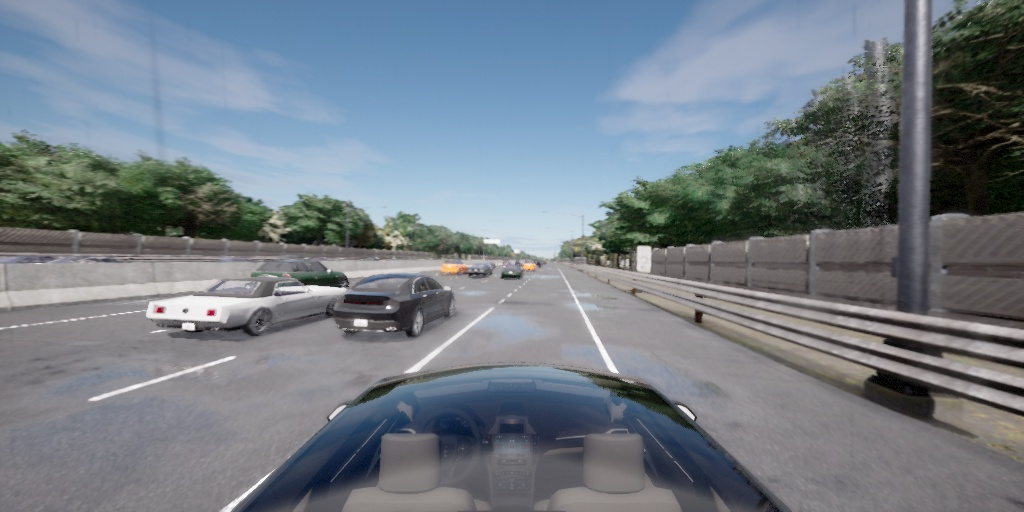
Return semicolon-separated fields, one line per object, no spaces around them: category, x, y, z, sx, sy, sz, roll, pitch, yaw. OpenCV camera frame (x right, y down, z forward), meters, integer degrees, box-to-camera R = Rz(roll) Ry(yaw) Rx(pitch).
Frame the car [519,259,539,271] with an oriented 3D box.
car;2.940;1.638;60.772;2.097;1.767;4.553;2;0;7

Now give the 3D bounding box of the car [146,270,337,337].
car;-6.572;1.227;9.792;1.895;1.301;4.718;2;0;7

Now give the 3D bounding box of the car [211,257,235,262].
car;-28.156;0.763;36.263;2.033;1.411;5.357;2;0;7

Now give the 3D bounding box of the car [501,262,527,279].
car;0.109;1.577;36.345;1.994;1.385;4.181;2;0;7

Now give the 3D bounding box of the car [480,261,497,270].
car;-4.008;1.645;61.647;2.033;1.411;5.357;2;0;7

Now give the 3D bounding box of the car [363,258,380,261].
car;-22.186;1.054;56.720;1.837;1.490;4.892;2;0;7

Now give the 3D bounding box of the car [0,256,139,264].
car;-23.144;0.722;19.281;2.128;1.511;4.902;2;0;7

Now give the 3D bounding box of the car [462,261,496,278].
car;-3.263;1.474;37.601;2.033;1.411;5.357;2;0;7

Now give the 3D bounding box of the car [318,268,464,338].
car;-2.997;1.235;10.201;1.837;1.490;4.892;2;0;7

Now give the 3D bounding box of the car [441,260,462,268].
car;-6.442;1.211;40.513;2.097;1.767;4.553;2;0;7

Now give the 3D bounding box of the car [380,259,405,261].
car;-18.556;1.150;57.608;2.128;1.511;4.902;2;-1;7

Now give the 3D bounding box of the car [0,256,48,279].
car;-30.097;0.642;20.077;1.895;1.301;4.718;2;0;7

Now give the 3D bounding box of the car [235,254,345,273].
car;-9.336;0.947;16.051;2.097;1.767;4.553;2;0;7
